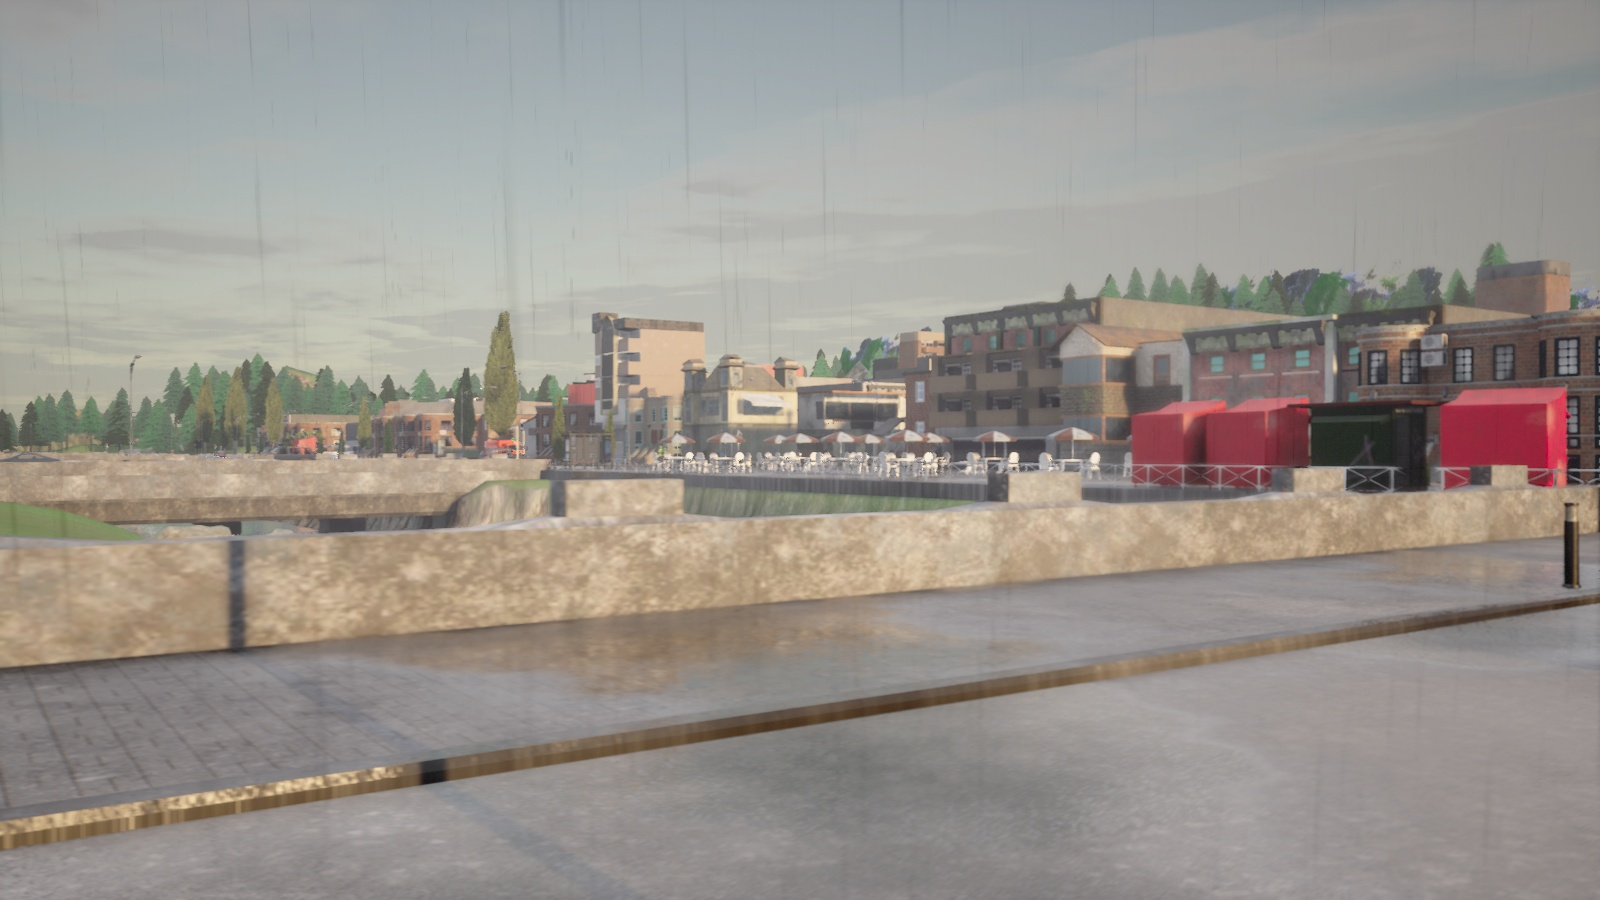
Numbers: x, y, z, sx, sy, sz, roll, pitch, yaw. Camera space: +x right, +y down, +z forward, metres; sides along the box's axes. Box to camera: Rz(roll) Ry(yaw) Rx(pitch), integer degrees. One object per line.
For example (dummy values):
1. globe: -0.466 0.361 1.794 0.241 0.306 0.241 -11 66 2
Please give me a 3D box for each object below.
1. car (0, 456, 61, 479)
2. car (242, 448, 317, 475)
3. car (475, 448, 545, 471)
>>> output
1. car: -49.563 1.091 79.935 4.181 1.385 1.994 0 0 -35
2. car: -36.778 0.780 88.830 4.605 1.855 1.932 0 0 -35
3. car: -21.770 0.731 94.398 4.611 1.667 2.242 0 0 -35
